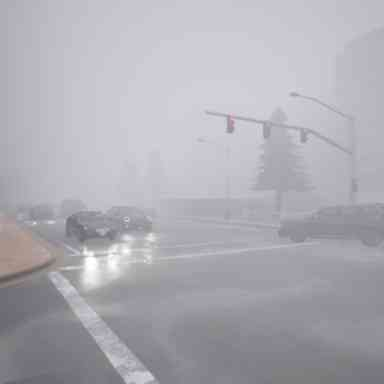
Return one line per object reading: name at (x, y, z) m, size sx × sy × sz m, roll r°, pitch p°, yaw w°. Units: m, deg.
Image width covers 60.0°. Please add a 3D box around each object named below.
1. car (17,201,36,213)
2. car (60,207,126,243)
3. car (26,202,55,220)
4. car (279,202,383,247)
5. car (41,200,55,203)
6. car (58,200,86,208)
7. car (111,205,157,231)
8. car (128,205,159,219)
car at (-24.569, 2.357, 49.036) m, size 1.895 × 1.301 × 4.718 m, roll 1°, pitch -1°, yaw -32°
car at (-5.663, 1.820, 18.409) m, size 2.128 × 1.511 × 4.902 m, roll 1°, pitch -1°, yaw -32°
car at (-15.685, 2.104, 34.544) m, size 1.837 × 1.490 × 4.892 m, roll 1°, pitch -1°, yaw -32°
car at (7.325, 1.602, 16.935) m, size 5.566 × 2.045 × 2.150 m, roll -1°, pitch 3°, yaw 23°
car at (-21.594, 2.097, 50.886) m, size 1.895 × 1.301 × 4.718 m, roll 1°, pitch -1°, yaw -32°
car at (-13.445, 1.885, 37.577) m, size 2.150 × 2.045 × 5.566 m, roll 1°, pitch -1°, yaw -32°
car at (-4.542, 1.775, 23.215) m, size 2.097 × 1.767 × 4.553 m, roll 1°, pitch -1°, yaw -34°
car at (-5.631, 2.232, 38.418) m, size 1.812 × 1.442 × 4.674 m, roll 1°, pitch -1°, yaw -32°
